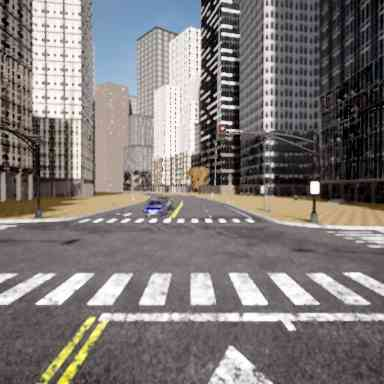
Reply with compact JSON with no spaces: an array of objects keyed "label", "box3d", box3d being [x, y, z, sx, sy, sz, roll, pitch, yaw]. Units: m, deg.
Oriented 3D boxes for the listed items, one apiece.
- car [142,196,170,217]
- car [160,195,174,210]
[{"label":"car","box3d":[-3.272,1.436,30.216,1.812,1.442,4.674,0,2,0]},{"label":"car","box3d":[-3.287,1.169,39.003,2.097,1.767,4.553,0,0,0]}]
